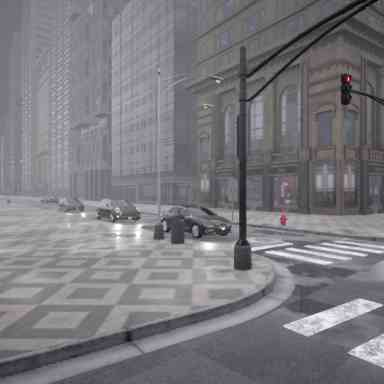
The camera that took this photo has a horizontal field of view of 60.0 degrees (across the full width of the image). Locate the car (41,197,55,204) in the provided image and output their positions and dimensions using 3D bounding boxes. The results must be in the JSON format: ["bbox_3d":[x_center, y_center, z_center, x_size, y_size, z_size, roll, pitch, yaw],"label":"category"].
[{"bbox_3d":[-25.092,1.447,58.334,1.895,1.301,4.718,0,0,-36],"label":"car"}]

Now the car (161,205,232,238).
[{"bbox_3d":[0.055,1.456,17.435,1.837,1.490,4.892,0,0,-35],"label":"car"}]

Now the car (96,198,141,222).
[{"bbox_3d":[-5.727,1.275,25.579,2.097,1.767,4.553,0,0,-35],"label":"car"}]

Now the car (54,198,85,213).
[{"bbox_3d":[-13.059,1.398,35.918,1.837,1.490,4.892,0,0,-35],"label":"car"}]
